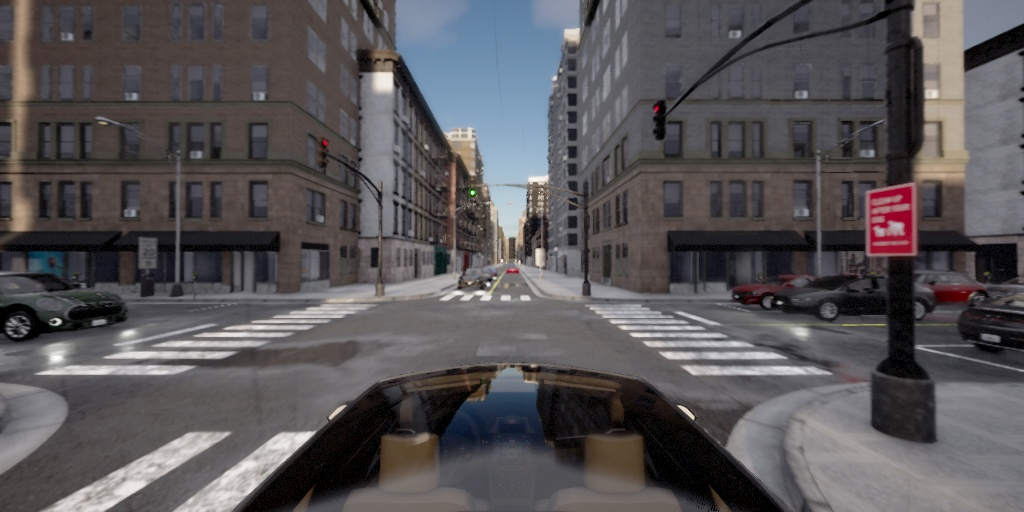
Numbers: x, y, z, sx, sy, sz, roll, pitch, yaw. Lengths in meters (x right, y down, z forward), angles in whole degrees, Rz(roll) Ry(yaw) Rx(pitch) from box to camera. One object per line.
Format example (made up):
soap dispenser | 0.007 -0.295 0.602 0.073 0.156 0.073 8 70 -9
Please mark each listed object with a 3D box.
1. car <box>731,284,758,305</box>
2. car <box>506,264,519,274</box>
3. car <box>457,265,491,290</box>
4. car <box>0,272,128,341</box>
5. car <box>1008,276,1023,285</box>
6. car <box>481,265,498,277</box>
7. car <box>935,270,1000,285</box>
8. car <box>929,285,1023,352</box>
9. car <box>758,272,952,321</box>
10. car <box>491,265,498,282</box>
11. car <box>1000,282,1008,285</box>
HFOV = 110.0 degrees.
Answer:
car | 11.769 1.479 15.200 4.507 1.381 1.888 0 0 0
car | 0.105 2.133 56.615 1.994 1.385 4.181 0 -1 -1
car | -2.852 1.621 26.546 1.837 1.490 4.892 0 -1 0
car | -13.526 1.224 9.782 4.553 1.767 2.097 0 -1 -1
car | 21.359 1.418 12.663 4.892 1.490 1.837 0 -1 0
car | -2.847 1.937 46.243 1.812 1.442 4.674 0 -1 0
car | 17.177 1.375 15.195 4.097 1.591 1.967 0 0 0
car | 11.762 1.406 7.175 4.403 1.370 2.007 0 0 0
car | 11.877 1.414 12.667 4.892 1.490 1.837 0 -1 0
car | -2.853 1.810 36.342 2.033 1.411 5.357 0 -1 0
car | 22.588 1.488 15.191 4.403 1.370 2.007 0 0 0
